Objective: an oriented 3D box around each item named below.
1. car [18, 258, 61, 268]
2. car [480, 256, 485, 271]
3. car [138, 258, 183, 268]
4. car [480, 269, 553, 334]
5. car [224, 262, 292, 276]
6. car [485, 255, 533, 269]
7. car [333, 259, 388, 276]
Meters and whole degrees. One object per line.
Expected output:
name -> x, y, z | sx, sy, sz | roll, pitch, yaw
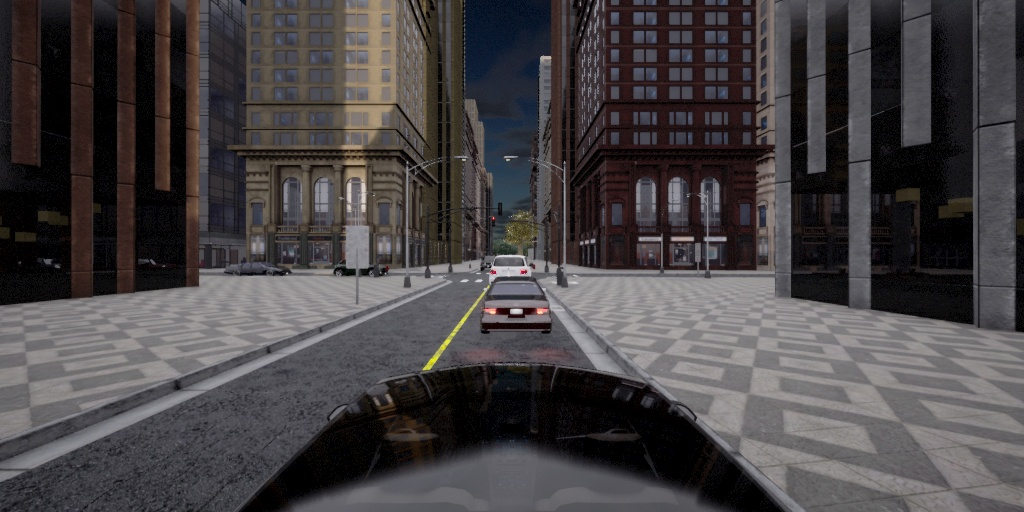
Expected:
car -> -43.161, 0.979, 33.370 | 4.553, 1.767, 2.097 | 0, 0, 0
car -> -3.132, 0.969, 49.484 | 2.150, 2.045, 5.566 | 0, 0, -1
car -> -33.360, 1.001, 33.340 | 4.553, 1.767, 2.097 | 0, 0, 0
car -> 0.091, 1.297, 10.609 | 2.033, 1.411, 5.357 | 0, 0, 0
car -> -23.573, 1.220, 33.332 | 5.357, 1.411, 2.033 | 0, 0, 0
car -> 0.015, 0.971, 20.854 | 2.150, 2.045, 5.566 | 0, 0, 4
car -> -13.992, 1.052, 33.339 | 4.553, 1.767, 2.097 | 0, 0, 0
